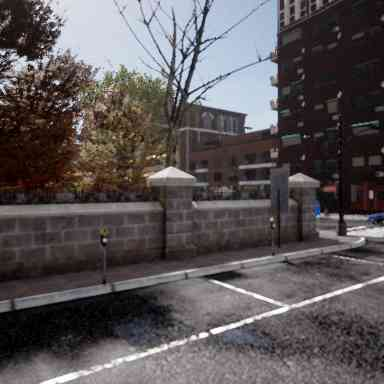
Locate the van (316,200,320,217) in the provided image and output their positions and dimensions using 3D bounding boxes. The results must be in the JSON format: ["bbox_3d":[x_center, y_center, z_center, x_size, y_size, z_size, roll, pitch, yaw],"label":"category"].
[{"bbox_3d":[10.523,1.644,32.621,1.690,1.788,3.998,-1,0,-36],"label":"van"}]

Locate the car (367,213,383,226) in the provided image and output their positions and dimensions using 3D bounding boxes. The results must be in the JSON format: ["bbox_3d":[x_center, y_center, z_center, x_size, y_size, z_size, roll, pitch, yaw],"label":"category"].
[{"bbox_3d":[14.775,1.684,22.442,2.033,1.411,5.357,0,-1,-29],"label":"car"}]
